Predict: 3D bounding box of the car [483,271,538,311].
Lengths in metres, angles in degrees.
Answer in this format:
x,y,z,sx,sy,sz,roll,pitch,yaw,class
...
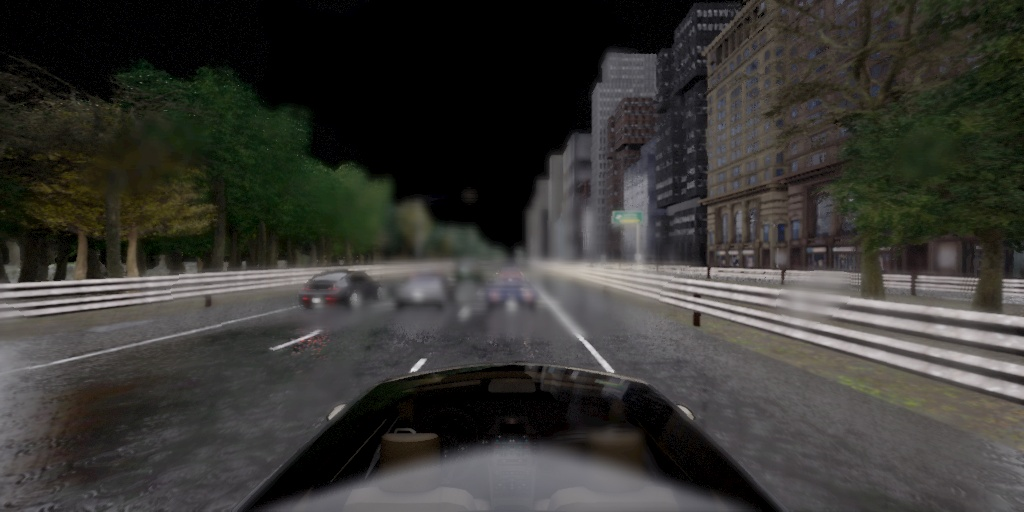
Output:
x,y,z,sx,sy,sz,roll,pitch,yaw,class
0.014,1.484,15.106,1.895,1.301,4.718,0,-1,0,car

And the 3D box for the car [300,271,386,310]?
x,y,z,sx,sy,sz,roll,pitch,yaw,class
-6.982,1.392,15.362,1.837,1.490,4.892,0,0,0,car

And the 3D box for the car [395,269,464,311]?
x,y,z,sx,sy,sz,roll,pitch,yaw,class
-3.481,1.449,15.323,1.994,1.385,4.181,0,0,0,car

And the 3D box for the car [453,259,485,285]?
x,y,z,sx,sy,sz,roll,pitch,yaw,class
-3.490,1.264,29.450,2.150,2.045,5.566,0,0,0,car

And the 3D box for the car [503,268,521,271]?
x,y,z,sx,sy,sz,roll,pitch,yaw,class
0.016,1.648,30.110,1.895,1.301,4.718,0,-1,0,car
